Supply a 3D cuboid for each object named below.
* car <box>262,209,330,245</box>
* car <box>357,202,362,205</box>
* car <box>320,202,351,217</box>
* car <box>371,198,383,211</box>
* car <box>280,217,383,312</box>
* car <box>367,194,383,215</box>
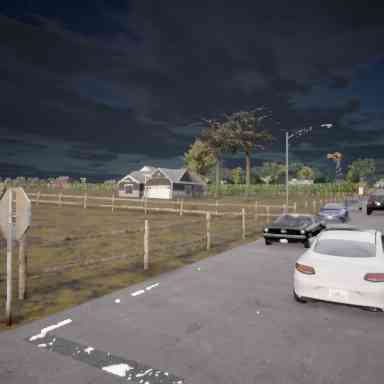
[{"bbox_3d":[4.746,1.631,15.092,1.895,1.301,4.718,0,0,30],"label":"car"},{"bbox_3d":[19.058,1.318,39.270,2.033,1.411,5.357,0,0,30],"label":"car"},{"bbox_3d":[11.062,1.570,25.834,1.812,1.442,4.674,0,0,30],"label":"car"},{"bbox_3d":[24.384,1.594,42.903,2.033,1.411,5.357,0,0,30],"label":"car"},{"bbox_3d":[3.598,1.534,7.522,1.812,1.442,4.674,0,0,30],"label":"car"},{"bbox_3d":[19.200,1.265,33.991,2.150,2.045,5.566,0,0,32],"label":"car"}]
